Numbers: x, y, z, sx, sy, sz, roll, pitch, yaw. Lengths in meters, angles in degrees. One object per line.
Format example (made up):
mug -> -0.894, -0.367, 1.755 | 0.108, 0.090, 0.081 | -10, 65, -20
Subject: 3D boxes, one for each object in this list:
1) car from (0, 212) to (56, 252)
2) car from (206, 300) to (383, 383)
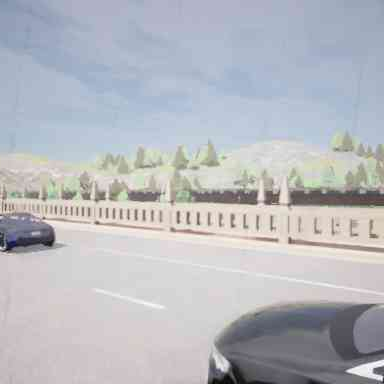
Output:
car -> -7.543, 1.542, 13.865 | 4.181, 1.385, 1.994 | 0, 0, 37
car -> 2.365, 1.492, 2.308 | 4.902, 1.511, 2.128 | 0, 0, 36
